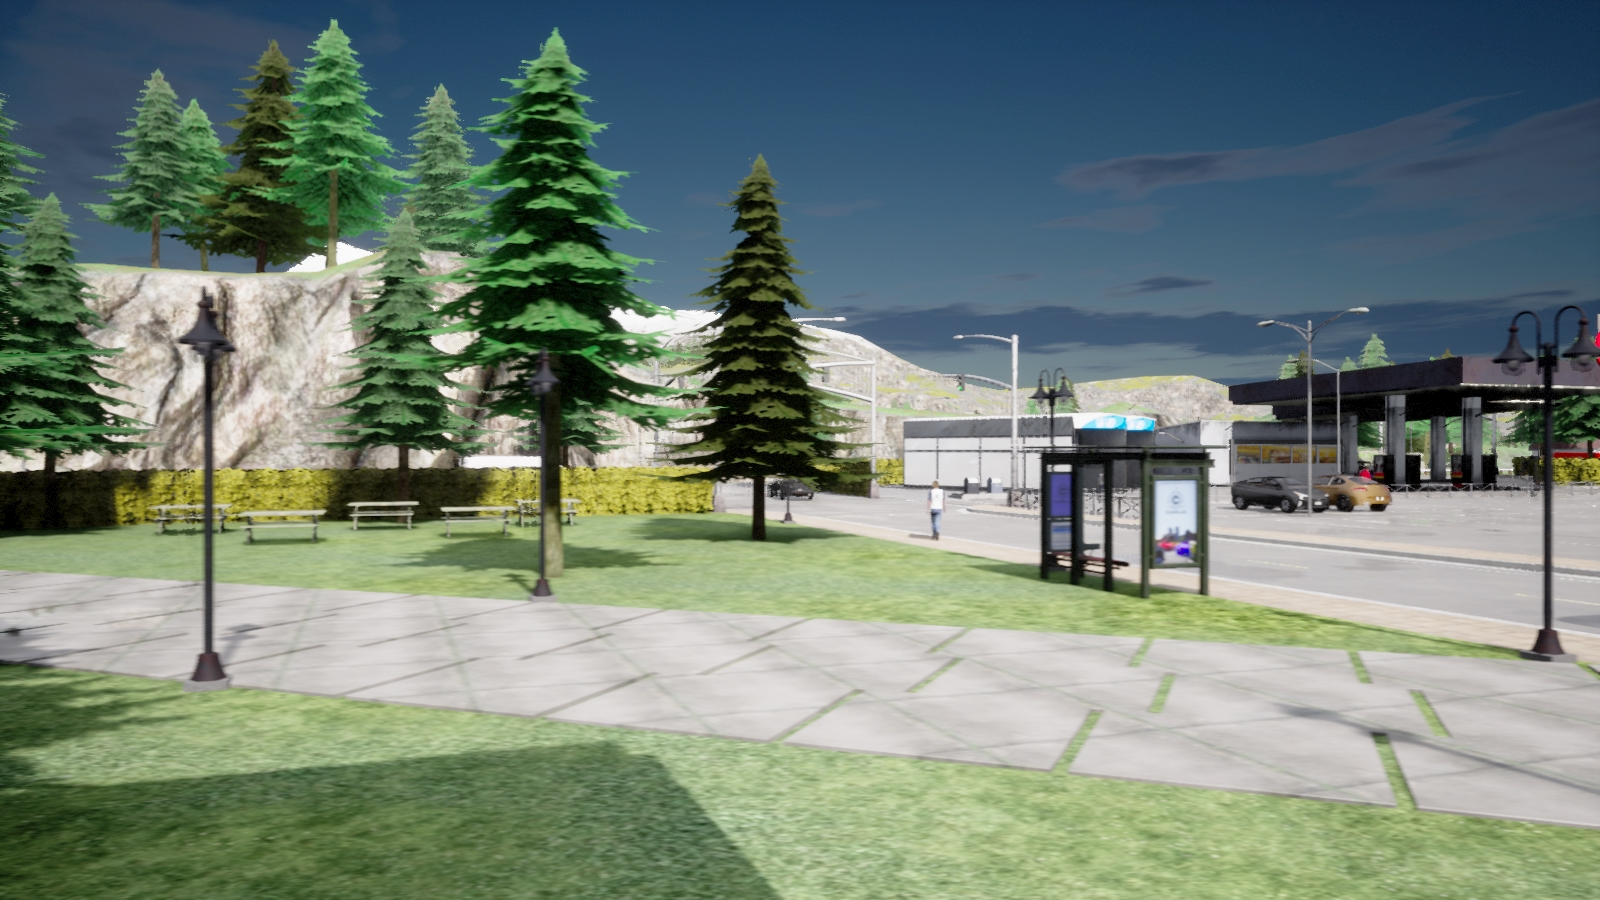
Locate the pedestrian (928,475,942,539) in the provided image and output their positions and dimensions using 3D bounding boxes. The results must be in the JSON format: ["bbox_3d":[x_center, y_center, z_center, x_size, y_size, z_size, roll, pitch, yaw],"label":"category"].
[{"bbox_3d":[4.000,1.692,33.966,0.375,1.860,0.375,0,0,0],"label":"pedestrian"}]

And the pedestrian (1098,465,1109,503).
[{"bbox_3d":[15.120,1.692,56.982,0.375,1.860,0.375,0,0,-21],"label":"pedestrian"}]

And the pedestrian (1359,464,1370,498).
[{"bbox_3d":[30.892,1.693,62.535,0.375,1.860,0.375,0,0,-19],"label":"pedestrian"}]

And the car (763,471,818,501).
[{"bbox_3d":[-0.588,2.030,65.925,2.097,1.535,5.006,0,0,-14],"label":"car"}]
